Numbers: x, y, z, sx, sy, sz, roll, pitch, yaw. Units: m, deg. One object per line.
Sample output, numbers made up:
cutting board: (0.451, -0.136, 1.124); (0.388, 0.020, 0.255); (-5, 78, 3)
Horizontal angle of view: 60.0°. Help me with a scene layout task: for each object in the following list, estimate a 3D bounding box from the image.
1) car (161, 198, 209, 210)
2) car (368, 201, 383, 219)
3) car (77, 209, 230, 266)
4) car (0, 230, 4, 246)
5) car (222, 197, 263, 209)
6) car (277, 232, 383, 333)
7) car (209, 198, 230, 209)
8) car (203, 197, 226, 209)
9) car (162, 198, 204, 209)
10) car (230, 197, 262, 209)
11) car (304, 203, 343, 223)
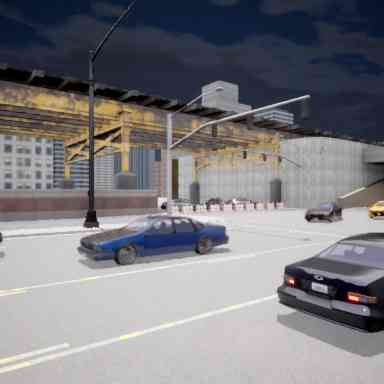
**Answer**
car: (-0.949, 1.453, 37.788); (4.974, 1.542, 2.038); (0, 0, 8)
car: (16.373, 1.477, 27.968); (1.882, 1.535, 5.008); (-1, 0, 43)
car: (-1.133, 1.547, 11.745); (5.357, 1.411, 2.033); (0, 0, -35)
car: (-8.813, 1.491, 10.605); (4.902, 1.511, 2.128); (0, 0, -36)
car: (6.708, 1.453, 44.231); (4.974, 1.542, 2.038); (0, 0, -7)
car: (4.050, 1.547, 6.664); (5.357, 1.411, 2.033); (0, 0, -35)
car: (2.796, 1.453, 40.472); (2.038, 1.542, 4.974); (0, 0, 18)
car: (2.812, 1.295, 40.521); (1.853, 1.218, 4.536); (0, 0, 18)
car: (-1.001, 1.295, 37.795); (4.536, 1.218, 1.853); (0, 0, 8)
car: (6.656, 1.295, 44.224); (4.536, 1.218, 1.853); (0, 0, -7)
car: (10.337, 1.547, 25.784); (2.033, 1.411, 5.357); (0, 0, 35)
